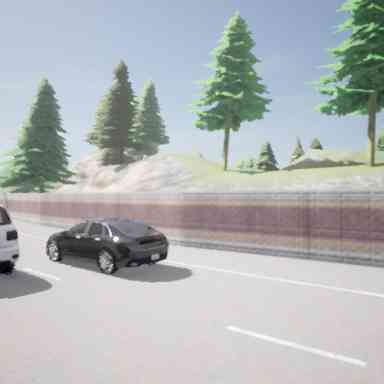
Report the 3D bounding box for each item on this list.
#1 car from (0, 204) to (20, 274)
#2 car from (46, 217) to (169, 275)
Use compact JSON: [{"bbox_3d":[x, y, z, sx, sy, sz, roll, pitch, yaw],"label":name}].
[{"bbox_3d":[-7.145,1.322,9.838,5.566,2.045,2.150,-1,0,41],"label":"car"},{"bbox_3d":[-2.906,1.594,10.860,4.892,1.490,1.837,-1,0,39],"label":"car"}]
